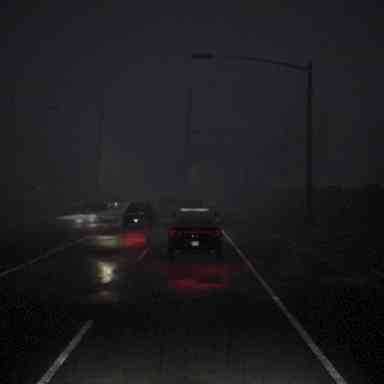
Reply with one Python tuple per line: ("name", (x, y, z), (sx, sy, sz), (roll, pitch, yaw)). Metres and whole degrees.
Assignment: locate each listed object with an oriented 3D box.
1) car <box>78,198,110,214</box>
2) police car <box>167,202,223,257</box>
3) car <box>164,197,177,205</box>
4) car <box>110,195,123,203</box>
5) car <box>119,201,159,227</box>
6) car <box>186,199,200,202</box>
("car", (-10.538, 1.562, 35.498), (1.895, 1.301, 4.718), (0, 0, 1))
("police car", (0.104, 1.412, 13.107), (1.930, 1.638, 5.238), (0, 0, 0))
("car", (-3.386, 1.381, 53.870), (1.895, 1.301, 4.718), (0, 1, 0))
("car", (-13.985, 1.230, 60.760), (1.994, 1.385, 4.181), (0, 1, 0))
("car", (-3.394, 1.481, 22.549), (1.837, 1.490, 4.892), (0, -1, 0))
("car", (0.105, 1.454, 35.393), (2.128, 1.511, 4.902), (0, 0, 0))
